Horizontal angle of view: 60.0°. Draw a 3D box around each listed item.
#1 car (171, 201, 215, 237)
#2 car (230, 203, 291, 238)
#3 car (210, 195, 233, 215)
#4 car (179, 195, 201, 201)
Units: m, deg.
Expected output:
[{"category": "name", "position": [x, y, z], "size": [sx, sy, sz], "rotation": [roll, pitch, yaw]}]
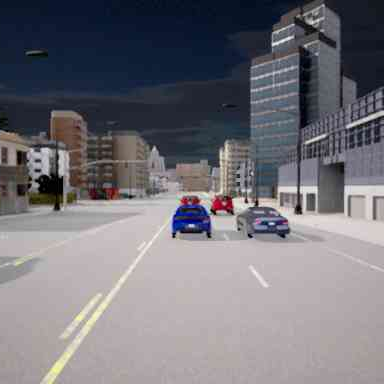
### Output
[{"category": "car", "position": [-0.040, 1.402, 17.406], "size": [1.882, 1.535, 5.008], "rotation": [0, -1, 0]}, {"category": "car", "position": [3.463, 1.468, 17.061], "size": [2.033, 1.411, 5.357], "rotation": [0, -1, 0]}, {"category": "car", "position": [3.309, 1.417, 36.940], "size": [2.150, 2.045, 5.566], "rotation": [0, -1, 0]}, {"category": "car", "position": [-0.190, 1.415, 36.675], "size": [2.150, 2.045, 5.566], "rotation": [0, -1, 0]}]
